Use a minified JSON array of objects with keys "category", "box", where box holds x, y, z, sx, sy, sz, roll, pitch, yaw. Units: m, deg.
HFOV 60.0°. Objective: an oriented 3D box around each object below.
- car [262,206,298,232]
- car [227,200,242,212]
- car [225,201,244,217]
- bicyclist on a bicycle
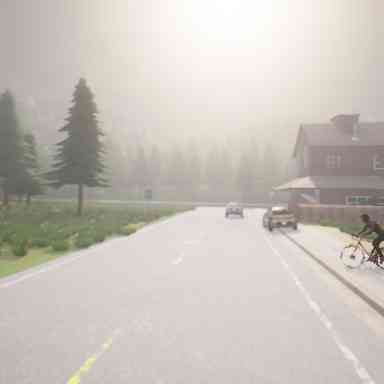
[{"category":"car","box":[5.752,1.701,22.205,1.816,1.474,4.193,-5,-1,5]},{"category":"car","box":[6.044,1.954,47.325,2.033,1.411,5.357,1,0,8]},{"category":"car","box":[4.449,1.846,34.850,2.033,1.411,5.357,1,0,8]},{"category":"bicyclist on a bicycle","box":[5.206,1.458,9.725,1.656,1.620,0.582,1,0,7]}]
